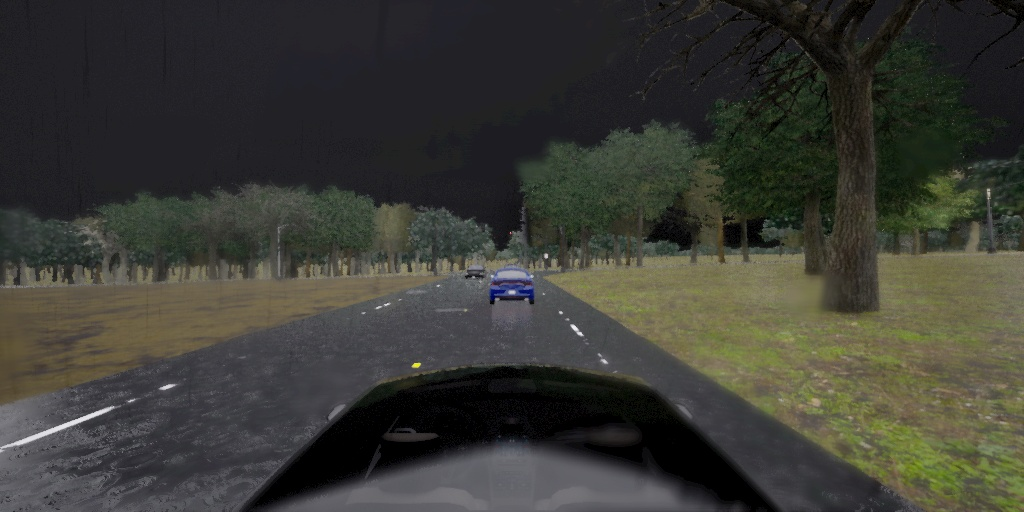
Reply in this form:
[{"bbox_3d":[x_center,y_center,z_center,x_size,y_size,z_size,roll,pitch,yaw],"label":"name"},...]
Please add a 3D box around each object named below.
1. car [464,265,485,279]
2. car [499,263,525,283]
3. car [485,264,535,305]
[{"bbox_3d":[-3.500,1.585,35.534,2.033,1.411,5.357,0,-1,0],"label":"car"},{"bbox_3d":[0.000,1.439,31.535,2.128,1.511,4.902,0,-1,0],"label":"car"},{"bbox_3d":[0.000,1.290,16.534,1.882,1.535,5.008,0,0,0],"label":"car"}]
